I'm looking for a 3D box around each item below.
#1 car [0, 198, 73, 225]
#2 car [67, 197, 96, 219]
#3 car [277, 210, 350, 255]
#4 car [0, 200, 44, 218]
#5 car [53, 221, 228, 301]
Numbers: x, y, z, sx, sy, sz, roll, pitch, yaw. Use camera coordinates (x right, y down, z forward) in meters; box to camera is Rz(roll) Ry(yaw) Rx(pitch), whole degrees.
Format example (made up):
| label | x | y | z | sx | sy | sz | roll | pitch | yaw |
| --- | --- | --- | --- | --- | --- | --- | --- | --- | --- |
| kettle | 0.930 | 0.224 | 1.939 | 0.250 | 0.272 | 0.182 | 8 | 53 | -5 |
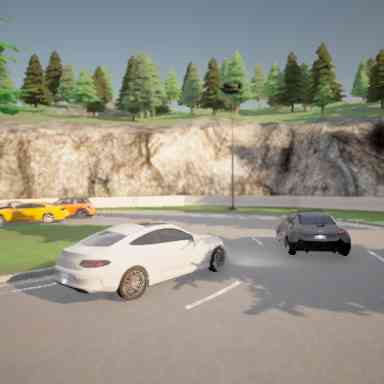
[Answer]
| label | x | y | z | sx | sy | sz | roll | pitch | yaw |
| --- | --- | --- | --- | --- | --- | --- | --- | --- | --- |
| car | -11.252 | 1.401 | 23.044 | 5.008 | 1.535 | 1.882 | -1 | -1 | -10 |
| car | -10.169 | 1.220 | 26.667 | 4.553 | 1.767 | 2.097 | -1 | 1 | -2 |
| car | 4.366 | 1.367 | 12.433 | 1.994 | 1.385 | 4.181 | -1 | 1 | 9 |
| car | -15.752 | 1.476 | 28.800 | 5.357 | 1.411 | 2.033 | -1 | 1 | -23 |
| car | -0.997 | 1.453 | 8.261 | 1.812 | 1.442 | 4.674 | 0 | 1 | 41 |
